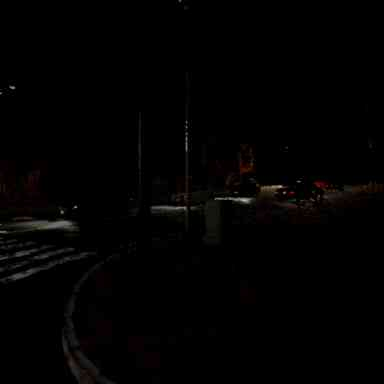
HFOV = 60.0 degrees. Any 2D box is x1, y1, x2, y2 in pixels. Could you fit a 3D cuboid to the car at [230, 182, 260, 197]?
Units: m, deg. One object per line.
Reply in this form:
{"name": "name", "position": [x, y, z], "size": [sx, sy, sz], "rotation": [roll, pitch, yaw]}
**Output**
{"name": "car", "position": [5.877, -0.268, 36.237], "size": [1.837, 1.490, 4.892], "rotation": [0, 3, 33]}

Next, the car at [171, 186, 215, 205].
{"name": "car", "position": [0.210, 0.220, 27.766], "size": [1.812, 1.442, 4.674], "rotation": [0, 3, 34]}

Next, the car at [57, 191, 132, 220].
{"name": "car", "position": [-5.547, 0.685, 19.492], "size": [1.812, 1.442, 4.674], "rotation": [0, 3, 35]}

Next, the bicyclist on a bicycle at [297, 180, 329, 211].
{"name": "bicyclist on a bicycle", "position": [6.330, 0.213, 17.420], "size": [1.656, 1.620, 0.582], "rotation": [0, 2, 35]}

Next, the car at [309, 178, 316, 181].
{"name": "car", "position": [13.816, -0.655, 42.336], "size": [2.033, 1.411, 5.357], "rotation": [0, 3, 32]}

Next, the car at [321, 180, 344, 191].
{"name": "car", "position": [19.379, -0.895, 45.124], "size": [2.033, 1.411, 5.357], "rotation": [0, 3, 32]}

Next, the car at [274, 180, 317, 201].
{"name": "car", "position": [8.669, -0.001, 28.296], "size": [2.033, 1.411, 5.357], "rotation": [0, 3, 34]}

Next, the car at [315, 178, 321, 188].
{"name": "car", "position": [18.774, -1.278, 50.496], "size": [2.097, 1.767, 4.553], "rotation": [0, 2, 31]}
